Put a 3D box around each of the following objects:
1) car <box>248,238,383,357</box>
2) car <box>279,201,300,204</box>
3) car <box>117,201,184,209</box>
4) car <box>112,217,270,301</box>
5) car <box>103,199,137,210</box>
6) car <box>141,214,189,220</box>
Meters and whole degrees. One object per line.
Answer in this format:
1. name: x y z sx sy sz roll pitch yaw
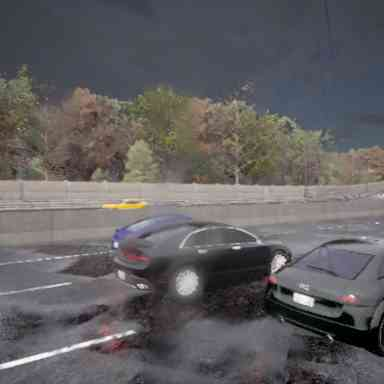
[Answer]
1. car: 3.284 1.561 6.089 4.181 1.385 1.994 0 0 -35
2. car: 9.401 1.569 32.170 4.181 1.385 1.994 0 0 -35
3. car: -3.344 1.600 27.398 4.718 1.301 1.895 0 0 -35
4. car: 0.505 1.503 8.405 4.892 1.490 1.837 0 0 -35
5. car: -6.537 1.477 33.715 5.008 1.535 1.882 0 0 -35
6. car: -0.535 1.524 11.965 4.674 1.442 1.812 0 0 -35
